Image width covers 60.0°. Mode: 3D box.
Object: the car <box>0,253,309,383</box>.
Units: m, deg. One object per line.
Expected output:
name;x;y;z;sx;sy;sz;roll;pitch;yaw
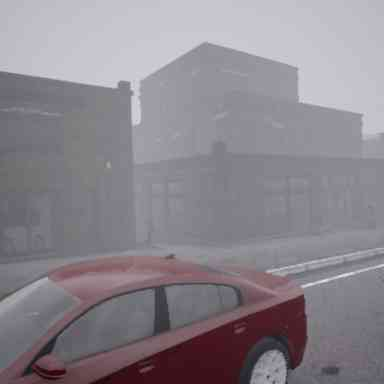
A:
car;-0.920;1.476;3.334;5.008;1.535;1.882;0;0;-35
